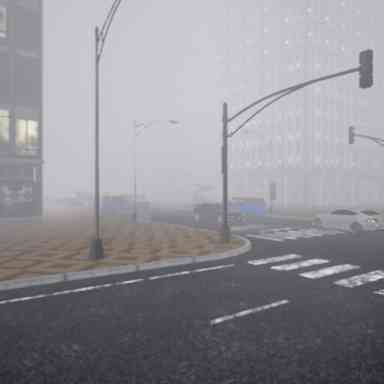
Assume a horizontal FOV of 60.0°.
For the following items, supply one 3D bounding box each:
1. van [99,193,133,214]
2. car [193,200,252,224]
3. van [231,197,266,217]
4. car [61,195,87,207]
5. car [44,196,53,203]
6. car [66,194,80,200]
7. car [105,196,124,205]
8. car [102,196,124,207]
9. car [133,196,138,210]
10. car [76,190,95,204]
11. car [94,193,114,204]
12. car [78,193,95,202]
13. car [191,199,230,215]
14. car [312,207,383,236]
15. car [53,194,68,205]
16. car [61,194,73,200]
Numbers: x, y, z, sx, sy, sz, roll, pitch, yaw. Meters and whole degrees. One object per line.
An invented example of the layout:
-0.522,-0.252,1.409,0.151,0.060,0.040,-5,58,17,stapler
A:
-8.171,1.323,35.425,1.690,1.788,3.998,0,0,-34,van
1.924,1.547,25.124,1.837,1.490,4.892,0,1,-34,car
5.071,1.370,31.017,1.690,1.788,3.998,0,0,-34,van
-17.487,1.473,49.187,1.947,1.339,4.313,0,0,-34,car
-26.803,1.411,62.948,1.802,1.307,4.206,0,0,-34,car
-29.179,1.299,81.408,2.008,1.369,4.403,0,0,-34,car
-13.653,1.423,58.472,1.887,1.381,4.507,0,0,-34,car
-12.387,1.433,51.887,1.812,1.442,4.674,0,0,-34,car
-8.611,1.486,40.700,1.812,1.442,4.674,0,0,-34,car
-17.282,0.729,53.676,2.150,2.045,5.566,0,0,-34,car
-16.757,1.167,63.059,2.192,1.841,5.009,0,0,-34,car
-22.967,1.115,72.233,2.192,1.841,5.009,0,0,-34,car
1.891,1.549,35.552,1.887,1.381,4.507,0,0,-34,car
9.140,1.610,19.331,1.812,1.442,4.674,0,0,-22,car
-20.592,1.432,53.773,2.008,1.369,4.403,0,0,-34,car
-32.379,1.247,86.135,1.752,1.417,4.829,0,0,-34,car
